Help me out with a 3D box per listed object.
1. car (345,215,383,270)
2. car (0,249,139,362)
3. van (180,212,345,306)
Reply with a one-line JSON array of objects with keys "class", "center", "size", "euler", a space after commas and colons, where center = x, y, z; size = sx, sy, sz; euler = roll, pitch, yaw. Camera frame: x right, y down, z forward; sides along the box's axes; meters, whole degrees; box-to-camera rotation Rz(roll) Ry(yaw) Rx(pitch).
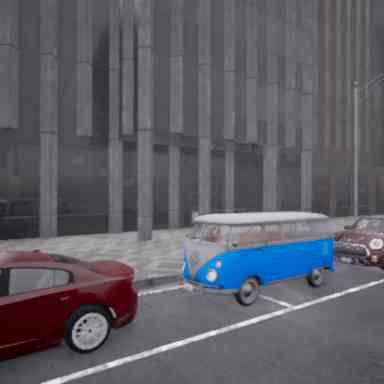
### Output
[{"class": "car", "center": [6.235, 1.512, 11.098], "size": [4.097, 1.590, 1.967], "euler": [0, 0, -35]}, {"class": "car", "center": [-2.944, 1.546, 4.551], "size": [4.507, 1.381, 1.887], "euler": [0, 0, -35]}, {"class": "van", "center": [1.646, 1.378, 7.825], "size": [3.998, 1.788, 1.690], "euler": [0, 0, -35]}]
